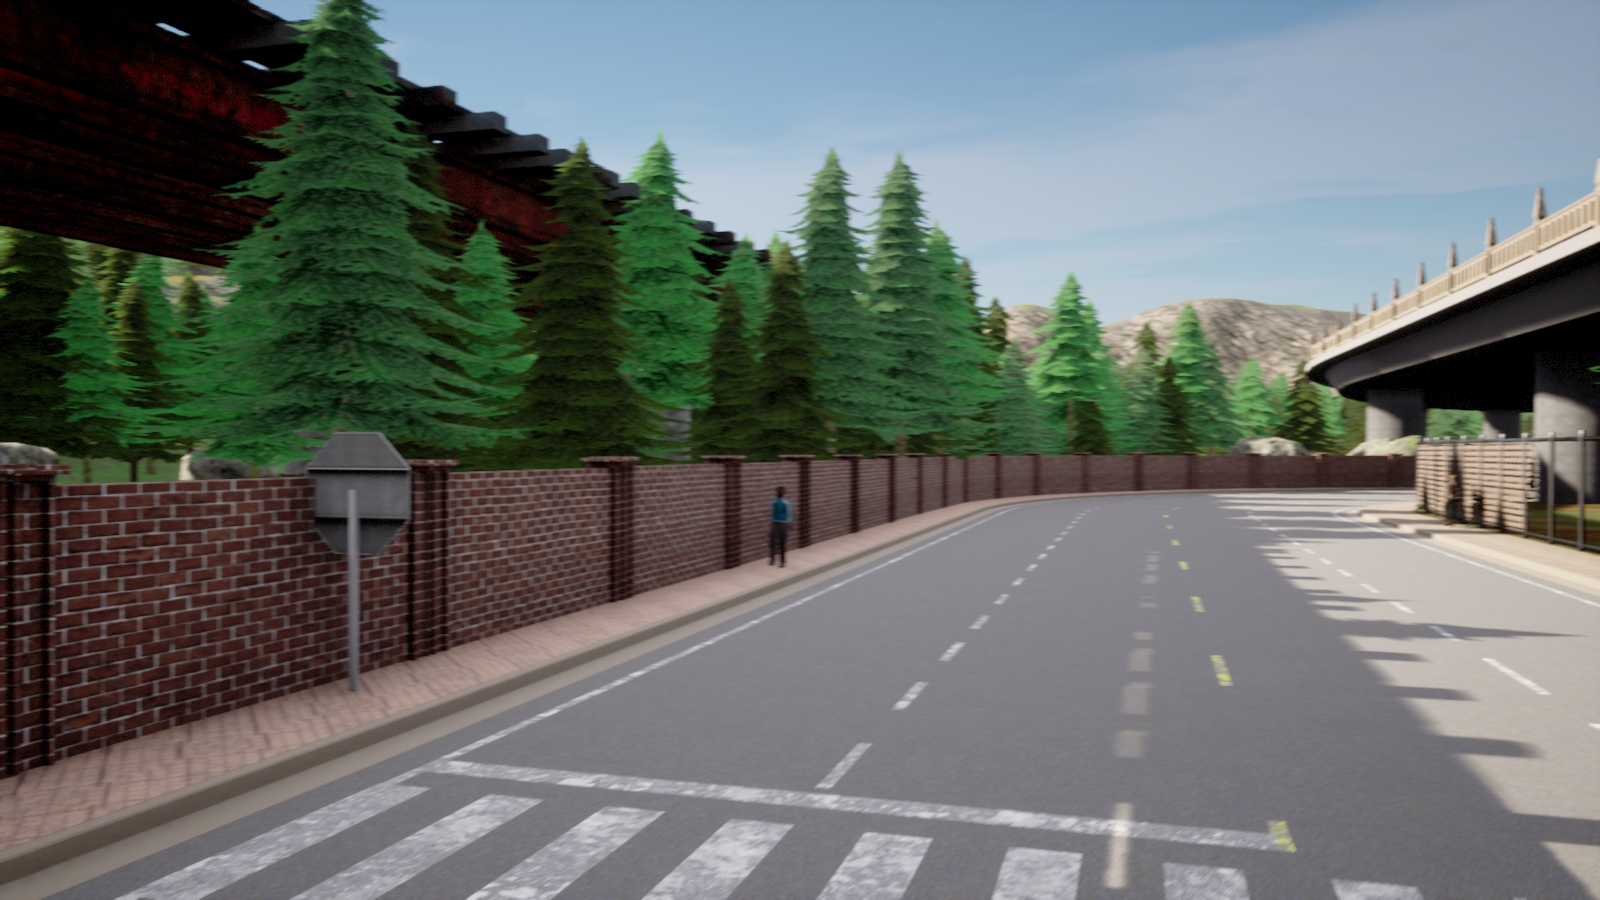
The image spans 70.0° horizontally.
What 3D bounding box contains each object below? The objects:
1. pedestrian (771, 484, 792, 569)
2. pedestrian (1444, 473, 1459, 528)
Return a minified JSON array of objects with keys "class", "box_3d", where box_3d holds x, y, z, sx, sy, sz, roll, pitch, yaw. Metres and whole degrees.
[{"class":"pedestrian","box_3d":[-0.413,1.689,25.309,0.375,1.860,0.375,0,0,14]},{"class":"pedestrian","box_3d":[22.532,1.747,39.497,0.375,1.860,0.375,0,0,17]}]
